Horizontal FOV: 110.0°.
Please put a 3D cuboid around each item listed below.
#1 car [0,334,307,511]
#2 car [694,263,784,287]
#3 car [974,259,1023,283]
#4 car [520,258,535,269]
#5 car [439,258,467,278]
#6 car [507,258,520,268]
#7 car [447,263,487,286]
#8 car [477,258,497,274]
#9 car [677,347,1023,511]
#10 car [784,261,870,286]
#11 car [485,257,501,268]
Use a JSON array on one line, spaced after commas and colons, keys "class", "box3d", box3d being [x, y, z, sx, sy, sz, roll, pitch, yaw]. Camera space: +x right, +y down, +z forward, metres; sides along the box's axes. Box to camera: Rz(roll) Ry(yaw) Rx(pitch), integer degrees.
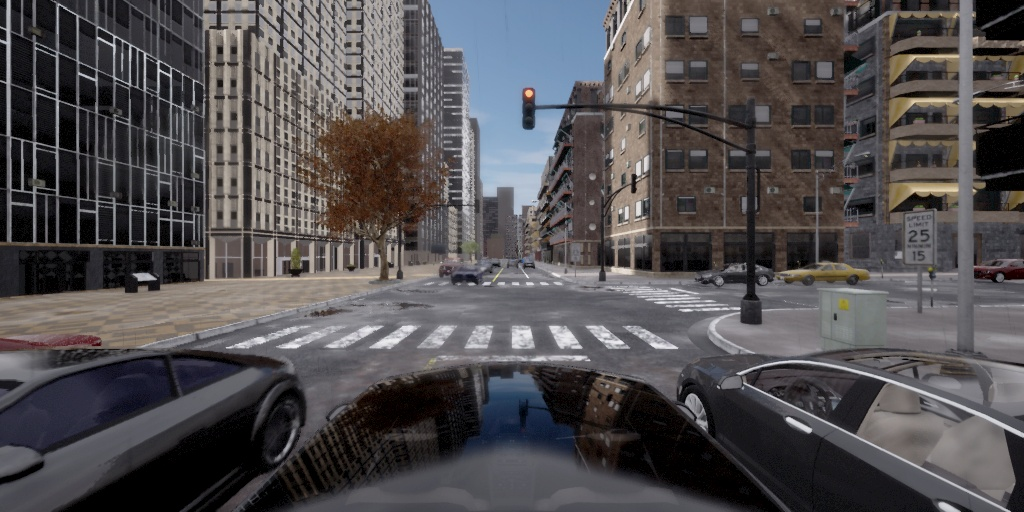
[{"class": "car", "box3d": [-3.100, 1.314, 1.985, 1.994, 1.385, 4.181, 0, 0, 0]}, {"class": "car", "box3d": [13.438, 1.095, 21.760, 4.403, 1.370, 2.007, 0, 0, -1]}, {"class": "car", "box3d": [30.139, 0.858, 21.928, 4.507, 1.381, 1.888, 0, 0, -1]}, {"class": "car", "box3d": [2.697, 1.349, 56.824, 1.948, 1.339, 4.313, 0, 0, 0]}, {"class": "car", "box3d": [-5.687, 1.079, 34.734, 2.192, 1.841, 5.009, 0, 0, 0]}, {"class": "car", "box3d": [0.112, 1.280, 61.442, 2.128, 1.511, 4.902, 0, 0, 0]}, {"class": "car", "box3d": [-3.097, 1.358, 25.501, 1.895, 1.301, 4.718, 0, 0, 0]}, {"class": "car", "box3d": [-3.095, 1.260, 40.315, 2.128, 1.511, 4.902, 0, 0, 0]}, {"class": "car", "box3d": [2.689, 1.300, 2.346, 2.007, 1.370, 4.403, 0, 0, 0]}, {"class": "car", "box3d": [18.835, 0.993, 21.814, 4.829, 1.417, 1.751, 0, 0, -1]}, {"class": "car", "box3d": [-3.050, 1.140, 61.783, 2.097, 1.767, 4.553, 0, 0, 0]}]
